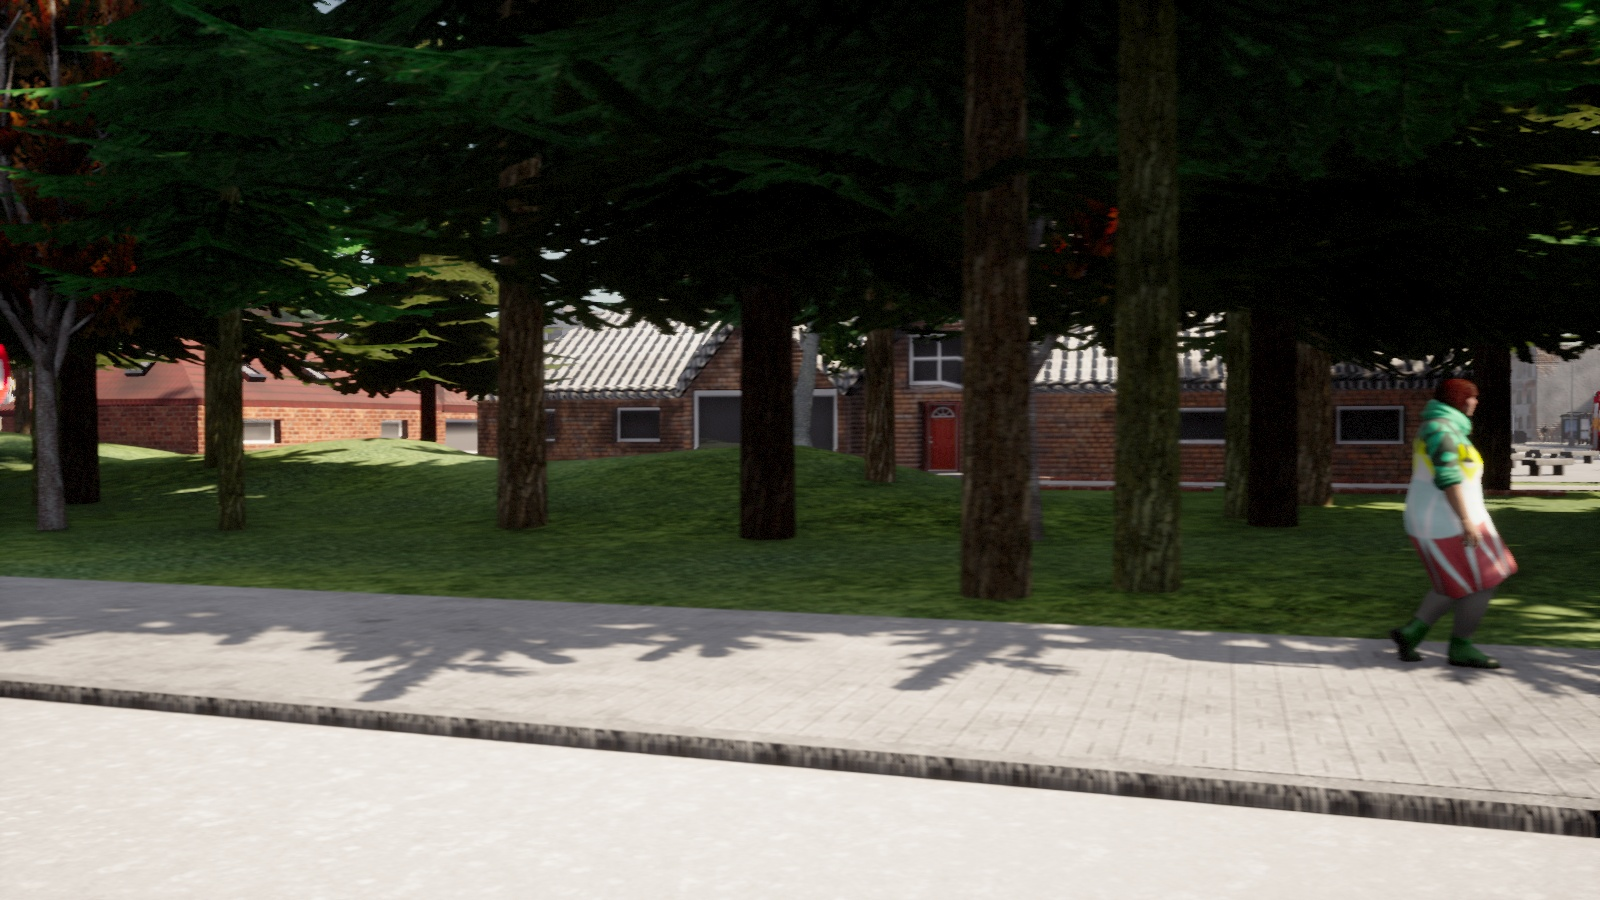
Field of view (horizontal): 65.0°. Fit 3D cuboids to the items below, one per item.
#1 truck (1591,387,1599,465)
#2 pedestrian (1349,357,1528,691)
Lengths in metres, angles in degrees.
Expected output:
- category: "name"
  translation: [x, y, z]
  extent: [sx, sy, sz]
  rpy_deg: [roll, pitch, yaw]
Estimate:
- category: "truck"
  translation: [39.369, -1.120, 58.058]
  extent: [2.891, 3.827, 8.468]
  rpy_deg: [1, 1, 20]
- category: "pedestrian"
  translation: [3.924, 0.426, 7.782]
  extent: [0.873, 1.952, 0.659]
  rpy_deg: [1, 1, 18]
